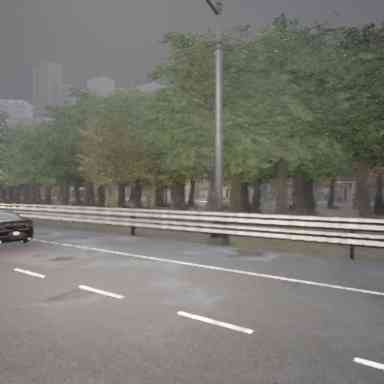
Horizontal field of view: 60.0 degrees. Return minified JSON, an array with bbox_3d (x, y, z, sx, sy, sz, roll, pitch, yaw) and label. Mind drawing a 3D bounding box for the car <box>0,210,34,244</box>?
[{"bbox_3d":[-8.945,1.497,14.568,5.008,1.535,1.882,0,0,36],"label":"car"}]
